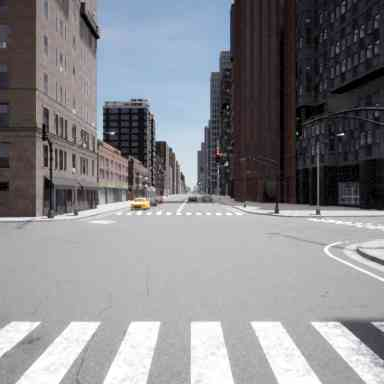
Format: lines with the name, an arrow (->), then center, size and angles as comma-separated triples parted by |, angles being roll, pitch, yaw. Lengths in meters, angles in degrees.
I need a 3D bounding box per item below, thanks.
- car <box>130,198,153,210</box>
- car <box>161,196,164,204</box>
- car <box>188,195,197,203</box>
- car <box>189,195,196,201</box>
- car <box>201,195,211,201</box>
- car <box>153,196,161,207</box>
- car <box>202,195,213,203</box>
car -> -6.531, 1.485, 42.203 | 1.882, 1.535, 5.008 | 0, 0, 0
car -> -6.457, 1.486, 63.017 | 1.882, 1.535, 5.008 | 0, 0, 0
car -> 0.113, 1.483, 70.978 | 1.882, 1.535, 5.008 | 0, 0, 0
car -> 0.130, 1.450, 81.397 | 1.882, 1.535, 5.008 | 0, 0, 0
car -> 3.379, 1.497, 81.393 | 2.128, 1.511, 4.902 | 0, 0, 0
car -> -6.504, 1.573, 52.227 | 1.994, 1.385, 4.181 | 0, 0, 1
car -> 3.363, 1.530, 70.973 | 2.128, 1.511, 4.902 | 0, 0, 0
